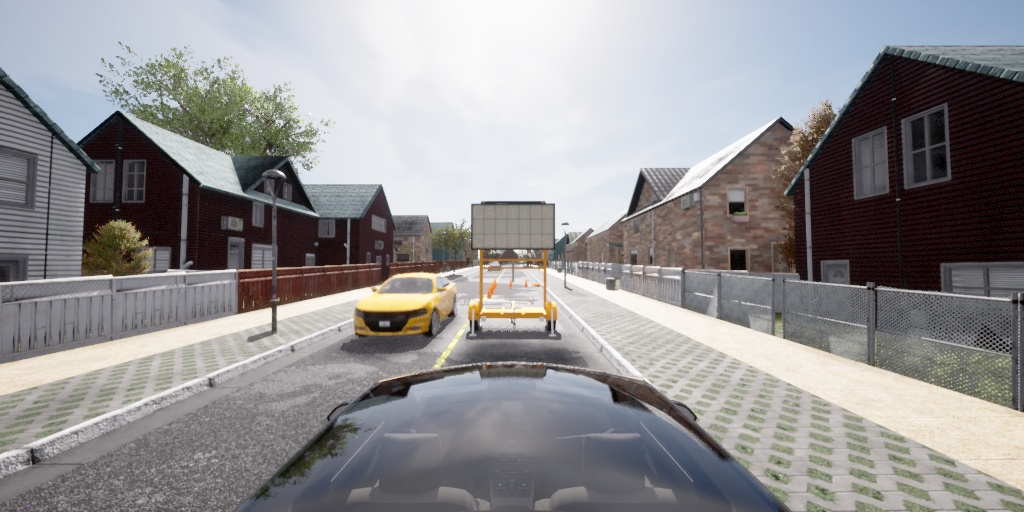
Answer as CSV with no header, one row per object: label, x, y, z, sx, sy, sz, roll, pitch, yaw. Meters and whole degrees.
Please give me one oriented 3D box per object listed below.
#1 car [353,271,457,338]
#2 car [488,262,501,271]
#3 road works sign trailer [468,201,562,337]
car,-2.813,1.239,10.440,1.882,1.535,5.008,0,0,0
car,-2.633,1.539,53.805,2.033,1.411,5.357,0,0,0
road works sign trailer,0.034,0.226,10.369,2.380,3.560,2.880,0,0,1
